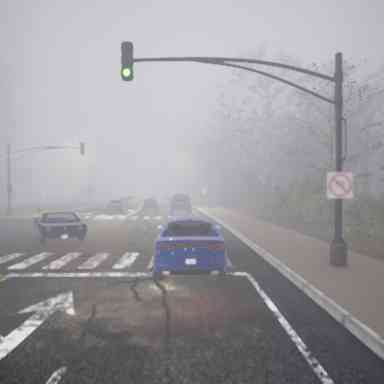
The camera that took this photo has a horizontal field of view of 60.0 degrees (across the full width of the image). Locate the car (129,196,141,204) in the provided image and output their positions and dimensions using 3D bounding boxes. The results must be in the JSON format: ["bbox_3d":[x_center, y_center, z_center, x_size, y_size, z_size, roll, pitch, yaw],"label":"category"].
[{"bbox_3d":[-10.628,1.493,62.232,1.994,1.385,4.181,0,0,-7],"label":"car"}]

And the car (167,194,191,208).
[{"bbox_3d":[-1.272,1.190,35.255,2.150,2.045,5.566,0,0,-4],"label":"car"}]

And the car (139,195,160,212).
[{"bbox_3d":[-4.805,1.470,38.690,1.837,1.490,4.892,0,0,-5],"label":"car"}]

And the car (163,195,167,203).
[{"bbox_3d":[-4.717,1.394,67.072,1.882,1.535,5.008,0,0,-8],"label":"car"}]

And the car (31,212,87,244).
[{"bbox_3d":[-6.526,1.592,16.053,1.895,1.301,4.718,0,0,-30],"label":"car"}]

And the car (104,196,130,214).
[{"bbox_3d":[-7.962,1.498,34.905,1.812,1.442,4.674,0,0,-4],"label":"car"}]

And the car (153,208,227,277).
[{"bbox_3d":[-0.081,1.471,10.269,1.882,1.535,5.008,0,0,-1],"label":"car"}]

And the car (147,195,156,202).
[{"bbox_3d":[-8.962,1.385,73.669,1.882,1.535,5.008,0,0,-9],"label":"car"}]

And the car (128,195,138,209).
[{"bbox_3d":[-8.684,1.312,43.840,2.097,1.767,4.553,0,0,-5],"label":"car"}]
